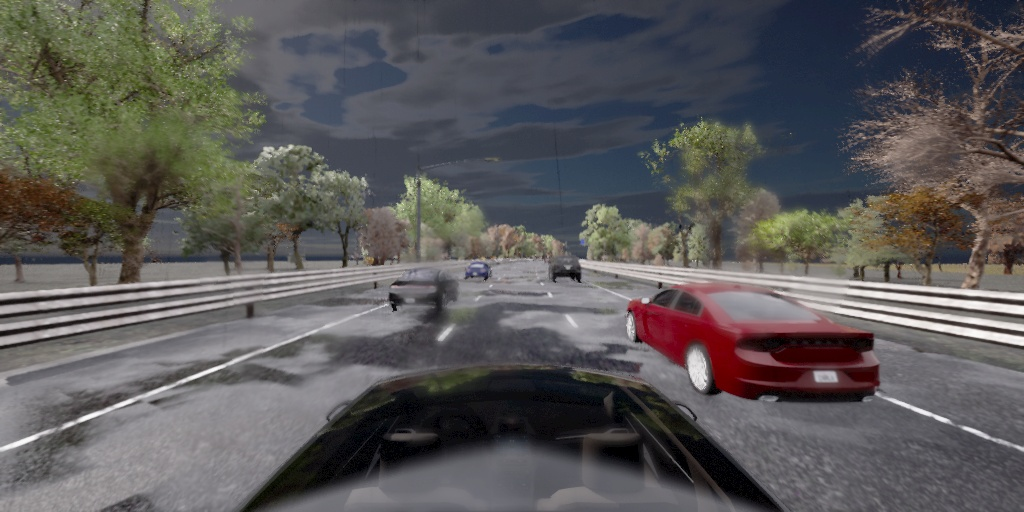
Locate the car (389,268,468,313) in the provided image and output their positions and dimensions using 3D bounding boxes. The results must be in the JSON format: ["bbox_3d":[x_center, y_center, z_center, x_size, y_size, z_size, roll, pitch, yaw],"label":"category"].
[{"bbox_3d":[-3.266,1.237,14.092,2.128,1.511,4.902,0,0,1],"label":"car"}]

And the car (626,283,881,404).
[{"bbox_3d":[3.626,1.227,6.583,1.882,1.535,5.008,0,0,1],"label":"car"}]

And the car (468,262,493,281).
[{"bbox_3d":[-2.797,1.264,30.456,1.812,1.442,4.674,1,-1,2],"label":"car"}]

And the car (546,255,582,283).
[{"bbox_3d":[4.124,0.973,28.481,2.150,2.045,5.566,0,0,2],"label":"car"}]
